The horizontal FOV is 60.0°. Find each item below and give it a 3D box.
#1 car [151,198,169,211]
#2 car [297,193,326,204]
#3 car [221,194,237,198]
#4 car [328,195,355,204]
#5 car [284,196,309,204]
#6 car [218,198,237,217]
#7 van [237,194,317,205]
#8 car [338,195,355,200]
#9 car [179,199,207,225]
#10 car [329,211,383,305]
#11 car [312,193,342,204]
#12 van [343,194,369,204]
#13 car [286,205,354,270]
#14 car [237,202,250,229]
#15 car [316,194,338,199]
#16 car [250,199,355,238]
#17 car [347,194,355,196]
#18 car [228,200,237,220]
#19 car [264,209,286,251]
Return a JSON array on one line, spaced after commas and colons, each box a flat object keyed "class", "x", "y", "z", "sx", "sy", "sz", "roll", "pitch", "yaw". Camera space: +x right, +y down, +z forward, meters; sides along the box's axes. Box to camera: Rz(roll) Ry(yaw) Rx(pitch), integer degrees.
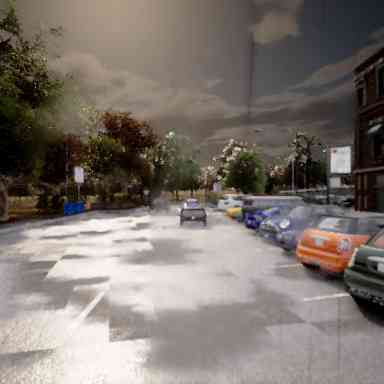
[{"class": "car", "x": -3.976, "y": 1.562, "z": 41.651, "sx": 1.837, "sy": 1.490, "sz": 4.892, "roll": 0, "pitch": 0, "yaw": 2}, {"class": "car", "x": 23.923, "y": 1.348, "z": 66.658, "sx": 2.435, "sy": 2.045, "sz": 5.566, "roll": 0, "pitch": -1, "yaw": -21}, {"class": "car", "x": 5.368, "y": 1.278, "z": 33.505, "sx": 5.566, "sy": 2.045, "sz": 2.435, "roll": 1, "pitch": 0, "yaw": -20}, {"class": "car", "x": 29.979, "y": 1.478, "z": 66.828, "sx": 2.185, "sy": 1.767, "sz": 4.553, "roll": 1, "pitch": -1, "yaw": -22}, {"class": "car", "x": 20.901, "y": 1.628, "z": 66.572, "sx": 2.163, "sy": 1.488, "sz": 4.792, "roll": 0, "pitch": -1, "yaw": -21}, {"class": "car", "x": 5.184, "y": 1.514, "z": 27.412, "sx": 5.366, "sy": 1.575, "sz": 1.946, "roll": 1, "pitch": 0, "yaw": -20}, {"class": "van", "x": 5.478, "y": 1.286, "z": 21.513, "sx": 4.442, "sy": 1.987, "sz": 1.878, "roll": 1, "pitch": 0, "yaw": -20}, {"class": "car", "x": 21.233, "y": 1.595, "z": 49.627, "sx": 2.163, "sy": 1.488, "sz": 4.792, "roll": 0, "pitch": 1, "yaw": -22}, {"class": "car", "x": 0.084, "y": 1.521, "z": 24.430, "sx": 2.128, "sy": 1.511, "sz": 4.902, "roll": 0, "pitch": 0, "yaw": 0}, {"class": "car", "x": 5.325, "y": 1.363, "z": 6.446, "sx": 4.553, "sy": 1.767, "sz": 2.185, "roll": 1, "pitch": 0, "yaw": -20}, {"class": "car", "x": 26.984, "y": 1.349, "z": 66.697, "sx": 2.435, "sy": 2.045, "sz": 5.566, "roll": 1, "pitch": -1, "yaw": -22}, {"class": "van", "x": 32.959, "y": 1.380, "z": 66.983, "sx": 1.878, "sy": 1.987, "sz": 4.442, "roll": 0, "pitch": -1, "yaw": -22}, {"class": "car", "x": 5.330, "y": 1.366, "z": 9.448, "sx": 4.553, "sy": 1.767, "sz": 2.185, "roll": 1, "pitch": 0, "yaw": -20}, {"class": "car", "x": 5.360, "y": 1.505, "z": 18.468, "sx": 5.008, "sy": 1.535, "sz": 2.097, "roll": 1, "pitch": 0, "yaw": -20}, {"class": "car", "x": 18.318, "y": 1.313, "z": 49.510, "sx": 2.435, "sy": 2.045, "sz": 5.566, "roll": 0, "pitch": 1, "yaw": -21}, {"class": "car", "x": 5.401, "y": 1.375, "z": 15.465, "sx": 4.553, "sy": 1.767, "sz": 2.185, "roll": 1, "pitch": 0, "yaw": -20}, {"class": "car", "x": 24.199, "y": 1.316, "z": 49.710, "sx": 2.435, "sy": 2.045, "sz": 5.566, "roll": -1, "pitch": 1, "yaw": -21}, {"class": "car", "x": 5.369, "y": 1.555, "z": 24.470, "sx": 4.674, "sy": 1.452, "sz": 2.002, "roll": 1, "pitch": 0, "yaw": -20}, {"class": "car", "x": 5.365, "y": 1.536, "z": 12.456, "sx": 4.674, "sy": 1.452, "sz": 2.002, "roll": 1, "pitch": 0, "yaw": -20}]
